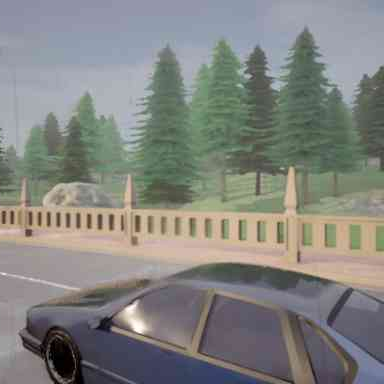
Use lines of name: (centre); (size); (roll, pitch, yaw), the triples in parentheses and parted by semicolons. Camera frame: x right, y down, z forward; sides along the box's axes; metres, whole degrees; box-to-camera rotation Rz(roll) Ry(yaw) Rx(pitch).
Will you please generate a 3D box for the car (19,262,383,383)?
car: (0.373, 1.537, 3.579); (5.357, 1.411, 2.033); (0, 0, 34)
